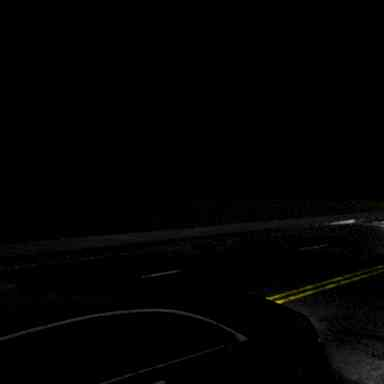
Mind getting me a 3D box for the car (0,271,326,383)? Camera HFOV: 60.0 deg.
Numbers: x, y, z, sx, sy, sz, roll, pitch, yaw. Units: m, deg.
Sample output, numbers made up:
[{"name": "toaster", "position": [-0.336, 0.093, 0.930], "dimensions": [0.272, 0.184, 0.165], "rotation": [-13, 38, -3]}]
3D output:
[{"name": "car", "position": [-0.820, 1.497, 2.860], "dimensions": [4.892, 1.490, 1.837], "rotation": [-1, 0, -36]}]
